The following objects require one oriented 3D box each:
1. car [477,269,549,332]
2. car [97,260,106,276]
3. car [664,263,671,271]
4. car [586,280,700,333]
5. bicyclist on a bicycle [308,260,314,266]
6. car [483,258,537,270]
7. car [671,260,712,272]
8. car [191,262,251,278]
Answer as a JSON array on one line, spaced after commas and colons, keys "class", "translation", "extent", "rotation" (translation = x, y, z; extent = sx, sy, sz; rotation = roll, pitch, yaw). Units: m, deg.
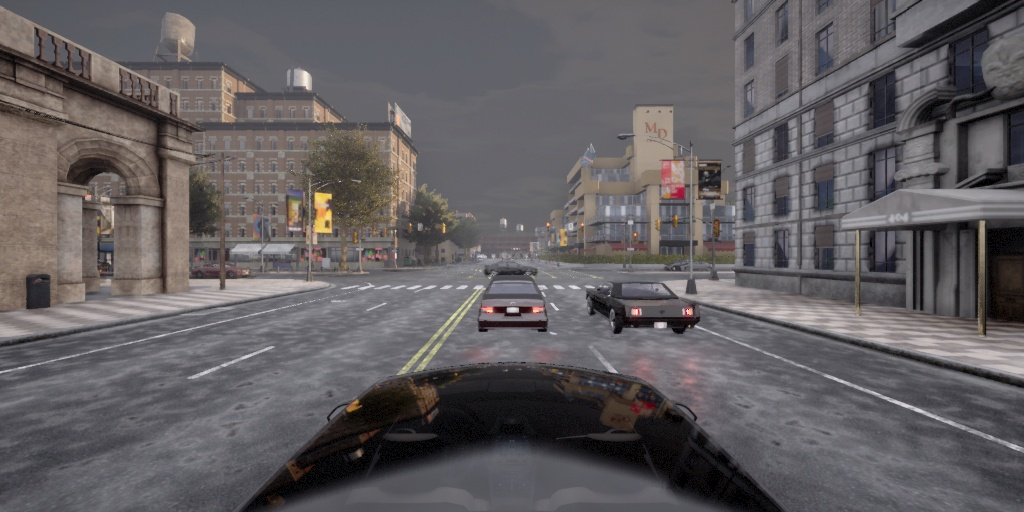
[{"class": "car", "translation": [0.019, 1.297, 10.821], "extent": [2.033, 1.411, 5.357], "rotation": [0, 0, 0]}, {"class": "car", "translation": [-40.887, 1.275, 32.920], "extent": [4.674, 1.442, 1.812], "rotation": [0, 0, 0]}, {"class": "car", "translation": [23.004, 1.242, 48.255], "extent": [4.902, 1.511, 2.128], "rotation": [0, 0, 0]}, {"class": "car", "translation": [3.520, 1.351, 10.703], "extent": [1.895, 1.301, 4.718], "rotation": [0, 0, 0]}, {"class": "bicyclist on a bicycle", "translation": [-31.369, 1.050, 55.916], "extent": [0.582, 1.620, 1.656], "rotation": [0, 0, 0]}, {"class": "car", "translation": [-0.123, 1.227, 33.011], "extent": [5.008, 1.535, 1.882], "rotation": [0, 0, 0]}, {"class": "car", "translation": [22.709, 1.314, 44.758], "extent": [4.181, 1.385, 1.994], "rotation": [0, 0, 0]}, {"class": "car", "translation": [-26.696, 1.276, 32.946], "extent": [4.674, 1.442, 1.812], "rotation": [0, 0, 0]}]
